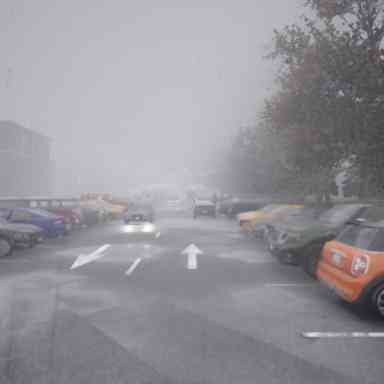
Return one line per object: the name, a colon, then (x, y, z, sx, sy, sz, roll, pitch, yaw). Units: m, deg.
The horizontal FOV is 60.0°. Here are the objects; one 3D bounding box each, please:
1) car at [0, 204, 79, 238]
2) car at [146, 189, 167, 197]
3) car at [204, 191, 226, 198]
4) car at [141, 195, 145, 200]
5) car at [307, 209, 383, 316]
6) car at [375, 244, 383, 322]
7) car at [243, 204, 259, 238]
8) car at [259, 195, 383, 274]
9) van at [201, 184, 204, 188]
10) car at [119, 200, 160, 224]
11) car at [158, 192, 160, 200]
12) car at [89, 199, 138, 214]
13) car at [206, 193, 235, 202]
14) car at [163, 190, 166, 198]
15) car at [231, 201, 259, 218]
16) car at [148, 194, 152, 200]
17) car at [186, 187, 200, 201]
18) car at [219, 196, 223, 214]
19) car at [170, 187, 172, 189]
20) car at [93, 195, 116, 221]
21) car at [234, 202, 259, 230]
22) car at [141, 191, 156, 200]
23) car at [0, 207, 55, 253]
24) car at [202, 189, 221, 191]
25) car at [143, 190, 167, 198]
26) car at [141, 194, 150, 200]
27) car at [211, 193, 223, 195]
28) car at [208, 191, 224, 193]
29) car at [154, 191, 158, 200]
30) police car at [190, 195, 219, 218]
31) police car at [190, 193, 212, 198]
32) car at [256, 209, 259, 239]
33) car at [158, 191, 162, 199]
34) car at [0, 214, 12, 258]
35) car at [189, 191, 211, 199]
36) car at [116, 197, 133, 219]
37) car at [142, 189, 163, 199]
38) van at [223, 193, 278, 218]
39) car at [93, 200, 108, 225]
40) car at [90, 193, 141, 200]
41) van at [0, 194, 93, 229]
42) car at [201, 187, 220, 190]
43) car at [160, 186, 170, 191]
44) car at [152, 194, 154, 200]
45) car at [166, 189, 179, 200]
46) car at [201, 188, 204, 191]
car: (-8.040, 1.454, 14.940, 5.008, 1.535, 2.097, 0, 0, 0)
car: (-8.033, 0.202, 76.205, 4.553, 1.767, 2.185, 0, 3, 0)
car: (5.045, 0.492, 73.503, 4.792, 1.488, 2.163, 0, 3, 0)
car: (-8.081, 1.424, 37.209, 4.792, 1.488, 2.163, 0, 0, 0)
car: (5.006, 1.345, 6.619, 4.553, 1.767, 2.185, 0, 0, 0)
car: (5.041, 1.514, 3.834, 4.674, 1.452, 2.002, 0, 0, 0)
car: (5.042, 1.455, 14.974, 4.892, 1.521, 2.231, 0, 0, 0)
car: (5.009, 1.215, 9.403, 5.566, 2.045, 2.435, 0, 0, 0)
van: (4.887, -0.191, 81.849, 4.442, 1.987, 1.878, -1, 3, 0)
car: (-3.606, 1.517, 23.949, 1.994, 1.385, 4.181, 0, 0, 0)
car: (-8.028, 1.183, 53.929, 4.792, 1.488, 2.163, 0, 1, 0)
car: (-8.054, 1.447, 34.423, 4.674, 1.452, 2.002, 0, 0, 0)
car: (5.015, 0.999, 59.687, 5.008, 1.535, 2.097, 0, 2, 0)
car: (-8.090, 0.851, 65.082, 4.792, 1.488, 2.163, 0, 2, 0)
car: (5.036, 1.482, 20.545, 4.674, 1.452, 2.002, 0, 0, 0)
car: (-8.060, 1.347, 42.785, 5.008, 1.535, 2.097, 0, 1, 0)
car: (-0.018, 0.602, 63.896, 2.150, 2.045, 5.566, 0, 2, 0)
car: (5.215, 1.411, 31.684, 5.366, 1.575, 1.946, 0, 0, 0)
car: (-8.095, 0.066, 81.775, 4.792, 1.488, 2.163, 0, 3, 0)
car: (-8.079, 1.309, 23.415, 4.553, 1.767, 2.185, 0, 0, 0)
car: (5.039, 1.448, 17.759, 5.008, 1.535, 2.097, 0, 0, 0)
car: (-8.024, 1.142, 48.359, 4.553, 1.767, 2.185, 0, 1, 0)
car: (-8.049, 1.460, 12.157, 5.008, 1.535, 2.097, 0, 0, 0)
car: (5.204, 0.708, 67.919, 5.366, 1.575, 1.946, 0, 3, 0)
car: (-8.069, 0.465, 73.435, 5.008, 1.535, 2.097, 0, 3, 0)
car: (-8.058, 1.375, 39.996, 5.008, 1.535, 2.097, 0, 0, 0)
car: (4.839, 1.262, 48.537, 5.366, 1.575, 1.946, 0, 1, 0)
car: (5.016, 1.083, 56.770, 4.892, 1.521, 2.231, 0, 2, 0)
car: (-8.025, 1.090, 51.139, 4.553, 1.767, 2.185, 0, 1, 0)
police car: (1.041, 1.365, 29.312, 1.930, 1.638, 5.238, 0, 0, 0)
police car: (1.037, 1.326, 39.309, 1.930, 1.638, 5.238, 0, 0, 0)
car: (5.064, 1.490, 12.191, 4.792, 1.488, 2.163, 0, 0, 0)
car: (-8.087, 1.113, 56.716, 4.792, 1.488, 2.163, 0, 1, 0)
car: (-8.041, 1.506, 9.373, 4.674, 1.452, 2.002, 0, 0, 0)
car: (1.035, 1.187, 45.165, 2.097, 1.767, 4.553, 0, 1, 0)
car: (-8.055, 1.421, 28.857, 5.008, 1.535, 2.097, 0, 0, 0)
car: (-8.090, 0.879, 59.498, 4.553, 1.767, 2.185, 0, 2, 0)
van: (4.915, 1.202, 26.113, 4.442, 1.987, 1.878, 0, 0, 0)
car: (-8.040, 1.443, 20.507, 4.892, 1.521, 2.231, 0, 0, 0)
car: (-8.022, 1.162, 31.639, 5.566, 2.045, 2.435, 0, 0, 0)
van: (-7.929, 1.222, 17.723, 4.442, 1.987, 1.878, 0, 0, 0)
car: (5.017, 0.212, 79.193, 4.674, 1.452, 2.002, 0, 3, 0)
car: (-8.034, 0.342, 70.633, 5.566, 2.045, 2.435, 0, 3, 0)
car: (-8.052, 1.352, 45.575, 4.674, 1.452, 2.002, 0, 1, 0)
car: (-3.533, 0.830, 65.430, 1.837, 1.490, 4.892, 0, 2, 0)
car: (5.018, 0.358, 76.412, 4.674, 1.452, 2.002, 0, 3, 0)
